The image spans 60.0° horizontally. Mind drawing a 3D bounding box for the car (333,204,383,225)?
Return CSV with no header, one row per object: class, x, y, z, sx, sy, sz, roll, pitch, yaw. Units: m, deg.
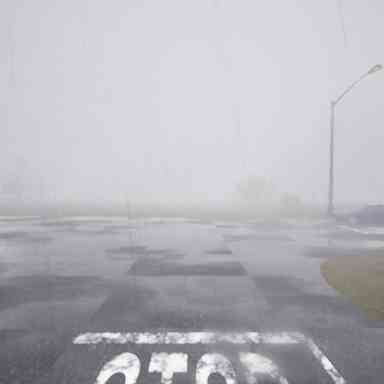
car,12.811,1.604,23.996,5.008,1.535,1.882,0,1,0
